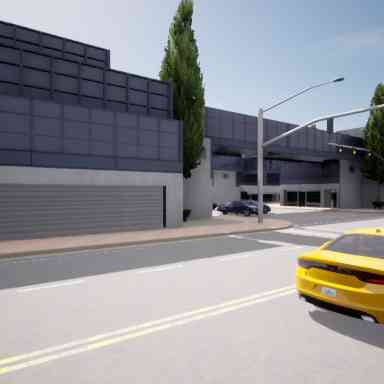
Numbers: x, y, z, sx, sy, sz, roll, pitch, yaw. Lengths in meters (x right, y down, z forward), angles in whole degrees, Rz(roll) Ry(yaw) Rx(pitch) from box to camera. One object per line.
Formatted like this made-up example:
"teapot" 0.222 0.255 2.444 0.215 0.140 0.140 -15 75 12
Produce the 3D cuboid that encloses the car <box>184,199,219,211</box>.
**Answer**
"car" 1.162 1.601 42.622 1.895 1.301 4.718 0 0 -37

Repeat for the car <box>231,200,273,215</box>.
"car" 6.397 1.564 35.640 1.994 1.385 4.181 0 0 -37

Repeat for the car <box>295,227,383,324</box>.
"car" 4.252 1.478 6.880 5.008 1.535 1.882 0 0 -36

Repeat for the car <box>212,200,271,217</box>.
"car" 4.675 1.547 32.105 2.033 1.411 5.357 0 0 -37
